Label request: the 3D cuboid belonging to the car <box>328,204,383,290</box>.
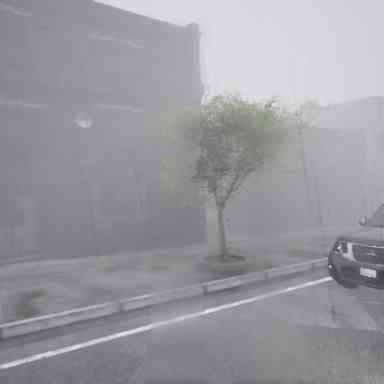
[{"bbox_3d":[5.639,1.186,8.011,5.566,2.045,2.150,0,0,-35],"label":"car"}]
